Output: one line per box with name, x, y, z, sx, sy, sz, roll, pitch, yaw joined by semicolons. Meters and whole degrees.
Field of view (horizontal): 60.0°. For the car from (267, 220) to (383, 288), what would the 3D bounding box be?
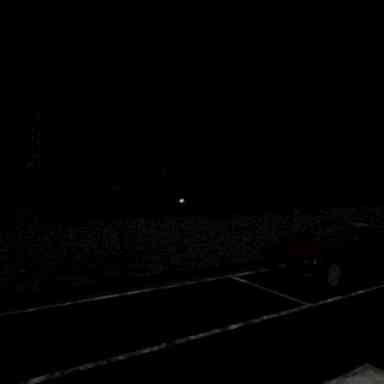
car;4.022;1.490;9.010;4.507;1.381;1.887;0;1;-32
